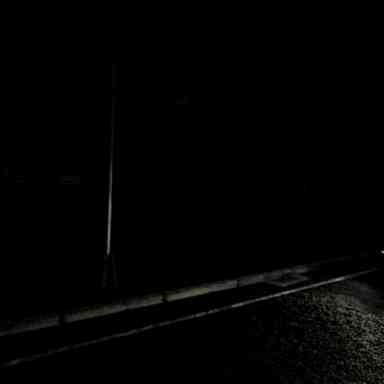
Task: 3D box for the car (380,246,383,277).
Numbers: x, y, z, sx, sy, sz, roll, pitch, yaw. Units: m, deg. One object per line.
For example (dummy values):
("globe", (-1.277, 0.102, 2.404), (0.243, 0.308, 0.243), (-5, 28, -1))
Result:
("car", (6.859, 1.461, 8.731), (5.008, 1.535, 1.882), (0, 0, -35))
